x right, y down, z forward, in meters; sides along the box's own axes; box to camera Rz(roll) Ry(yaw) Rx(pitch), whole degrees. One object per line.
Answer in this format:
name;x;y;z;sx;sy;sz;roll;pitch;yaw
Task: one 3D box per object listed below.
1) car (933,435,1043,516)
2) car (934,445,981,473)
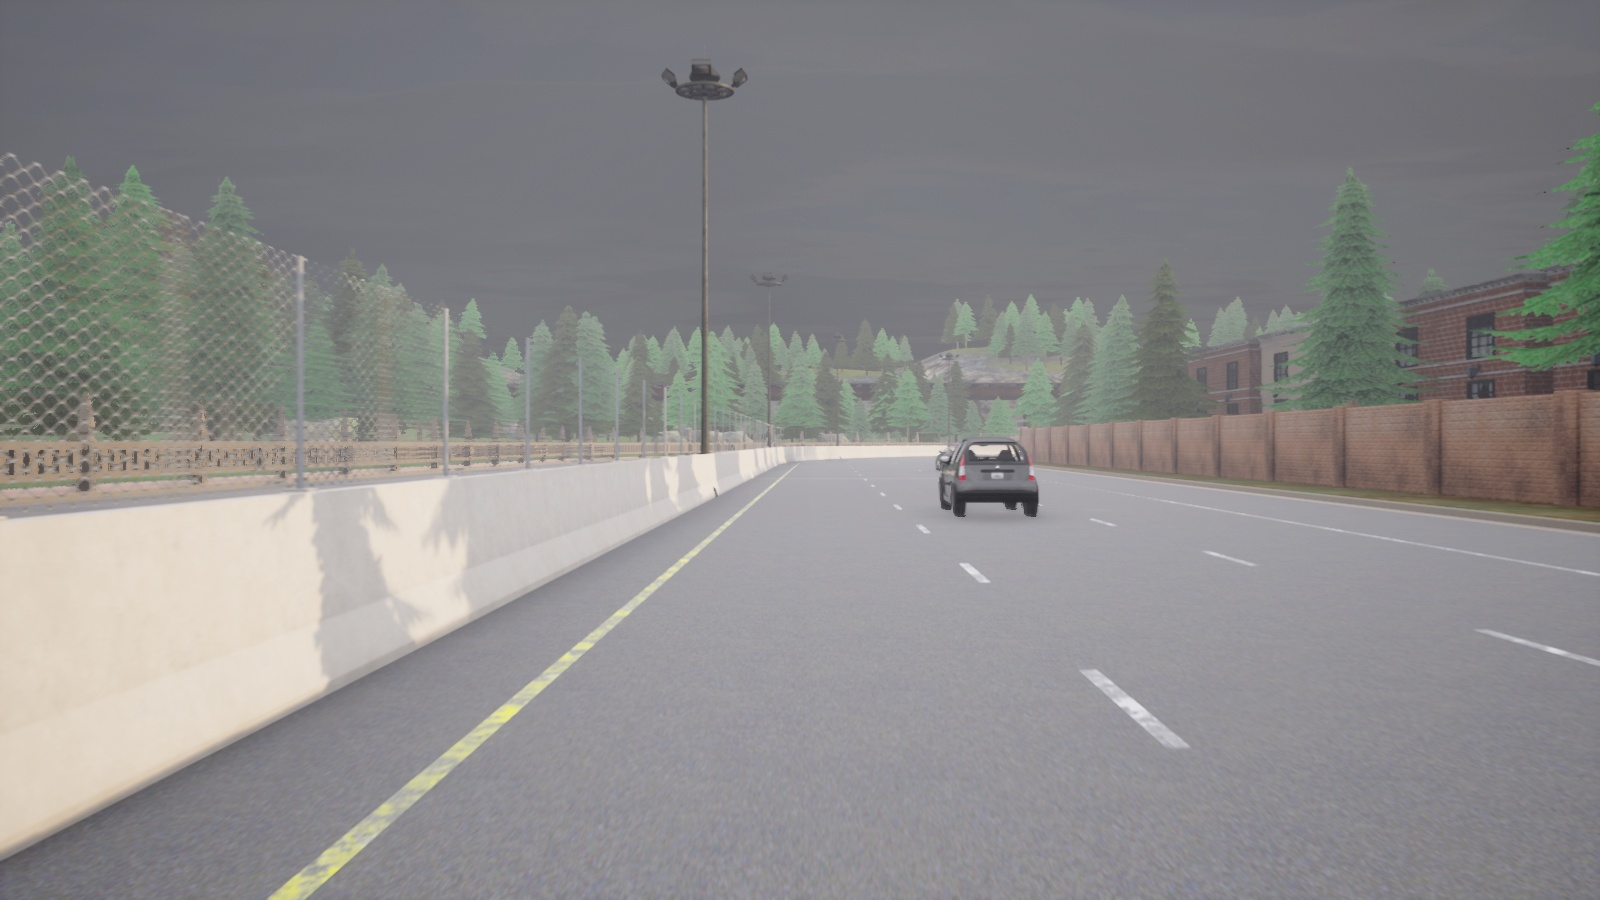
car;3.977;0.499;27.118;1.851;1.617;3.988;0;0;1
car;8.158;0.459;65.269;1.994;1.385;4.181;0;0;1
